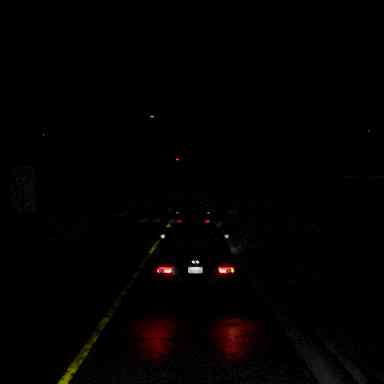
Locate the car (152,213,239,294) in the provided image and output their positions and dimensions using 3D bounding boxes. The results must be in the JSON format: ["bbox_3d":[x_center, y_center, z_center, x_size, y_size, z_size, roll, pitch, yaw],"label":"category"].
[{"bbox_3d":[0.075,1.542,8.893,2.033,1.411,5.357,0,0,0],"label":"car"}]

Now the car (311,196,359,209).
[{"bbox_3d":[16.629,1.232,38.805,4.829,1.417,1.752,-1,1,0],"label":"car"}]

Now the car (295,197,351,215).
[{"bbox_3d":[11.602,1.418,30.277,4.313,1.339,1.947,-1,1,0],"label":"car"}]

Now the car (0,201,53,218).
[{"bbox_3d":[-15.366,1.727,30.259,4.206,1.307,1.802,-1,1,0],"label":"car"}]

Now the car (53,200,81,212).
[{"bbox_3d":[-15.552,1.584,38.783,4.829,1.417,1.752,-1,1,0],"label":"car"}]

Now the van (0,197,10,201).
[{"bbox_3d":[-21.064,1.456,38.775,3.998,1.788,1.690,-1,1,0],"label":"van"}]

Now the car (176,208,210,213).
[{"bbox_3d":[0.050,1.549,18.119,1.994,1.385,4.181,0,0,0],"label":"car"}]

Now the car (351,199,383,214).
[{"bbox_3d":[16.981,1.341,30.281,4.403,1.369,2.008,-1,1,0],"label":"car"}]
